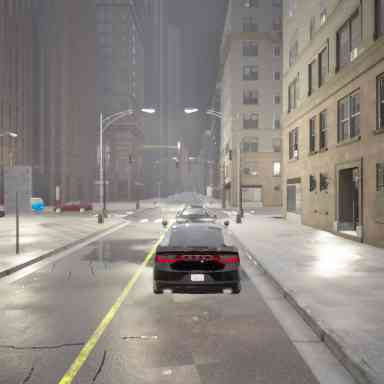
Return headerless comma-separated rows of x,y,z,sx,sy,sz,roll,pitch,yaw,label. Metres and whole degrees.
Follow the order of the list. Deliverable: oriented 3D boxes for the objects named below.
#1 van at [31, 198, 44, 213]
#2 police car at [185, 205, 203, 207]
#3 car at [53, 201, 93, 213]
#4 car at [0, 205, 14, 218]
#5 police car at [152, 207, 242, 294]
-19.584,1.591,39.117,3.998,1.788,1.690,-1,0,0,van
0.120,1.510,18.522,2.038,1.542,4.974,0,0,0,police car
-13.958,1.727,39.094,4.507,1.381,1.887,-1,0,0,car
-19.612,1.524,30.591,5.009,1.841,2.192,-1,0,0,car
0.107,1.427,8.917,1.930,1.638,5.238,0,0,0,police car
